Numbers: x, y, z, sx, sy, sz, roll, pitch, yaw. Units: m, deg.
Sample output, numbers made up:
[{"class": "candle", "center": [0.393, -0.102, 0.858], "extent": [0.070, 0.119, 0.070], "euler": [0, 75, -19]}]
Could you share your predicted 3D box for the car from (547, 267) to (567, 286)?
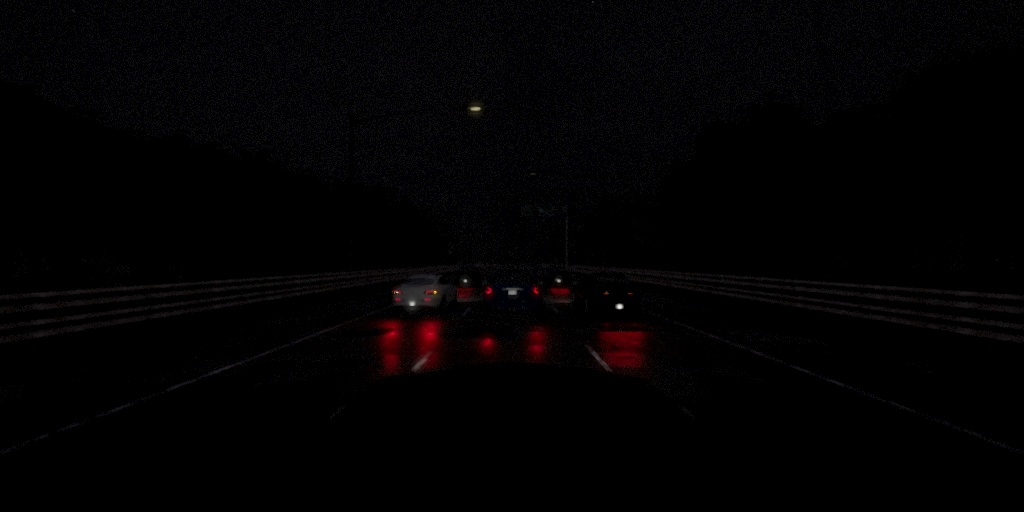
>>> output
[{"class": "car", "center": [3.537, 1.627, 29.141], "extent": [1.837, 1.490, 4.892], "euler": [0, 0, 1]}]

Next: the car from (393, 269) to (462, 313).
[{"class": "car", "center": [-3.455, 1.448, 14.799], "extent": [1.812, 1.442, 4.674], "euler": [0, -1, 1]}]

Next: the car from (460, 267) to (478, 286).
[{"class": "car", "center": [-3.462, 1.627, 29.160], "extent": [1.837, 1.490, 4.892], "euler": [0, 0, 1]}]

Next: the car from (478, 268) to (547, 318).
[{"class": "car", "center": [0.042, 1.264, 14.033], "extent": [2.097, 1.767, 4.553], "euler": [0, -1, 1]}]

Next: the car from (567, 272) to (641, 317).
[{"class": "car", "center": [3.541, 1.420, 14.137], "extent": [1.837, 1.490, 4.892], "euler": [0, 0, 1]}]
